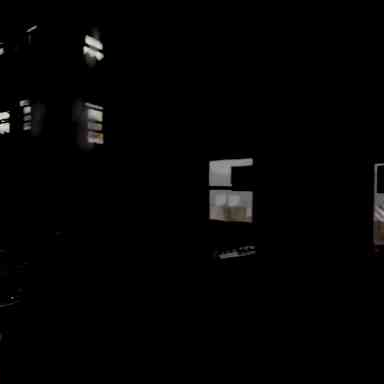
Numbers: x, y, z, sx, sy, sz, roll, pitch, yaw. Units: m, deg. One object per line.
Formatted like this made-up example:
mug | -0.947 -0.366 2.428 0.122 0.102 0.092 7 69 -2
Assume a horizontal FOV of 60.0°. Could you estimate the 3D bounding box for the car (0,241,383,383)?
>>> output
car | 0.554 1.315 2.312 5.009 1.841 2.192 0 1 36
